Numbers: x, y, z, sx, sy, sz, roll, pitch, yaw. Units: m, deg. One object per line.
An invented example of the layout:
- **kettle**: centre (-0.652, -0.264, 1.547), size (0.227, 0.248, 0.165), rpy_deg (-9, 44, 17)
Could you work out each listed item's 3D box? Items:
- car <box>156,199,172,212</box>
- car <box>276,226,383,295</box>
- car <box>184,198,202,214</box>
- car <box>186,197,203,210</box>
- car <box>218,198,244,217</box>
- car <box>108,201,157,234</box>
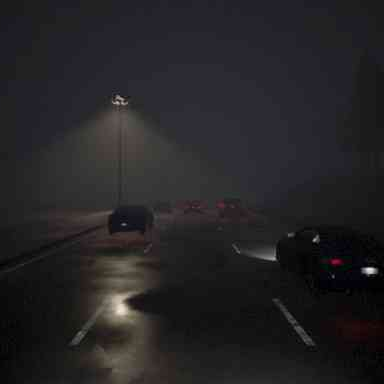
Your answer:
- **car**: centre (-3.347, 1.491, 38.392), size (2.128, 1.511, 4.902), rpy_deg (0, 0, 1)
- **car**: centre (3.601, 1.564, 8.733), size (1.994, 1.385, 4.181), rpy_deg (0, 0, 0)
- **car**: centre (0.115, 1.547, 34.831), size (2.033, 1.411, 5.357), rpy_deg (0, 0, 0)
- **car**: centre (0.375, 1.491, 44.581), size (2.128, 1.511, 4.902), rpy_deg (0, 0, 3)
- **car**: centre (3.608, 1.350, 31.351), size (2.097, 1.767, 4.553), rpy_deg (0, 0, 0)
- **car**: centre (-3.396, 1.477, 19.094), size (1.882, 1.535, 5.008), rpy_deg (0, 0, 0)
